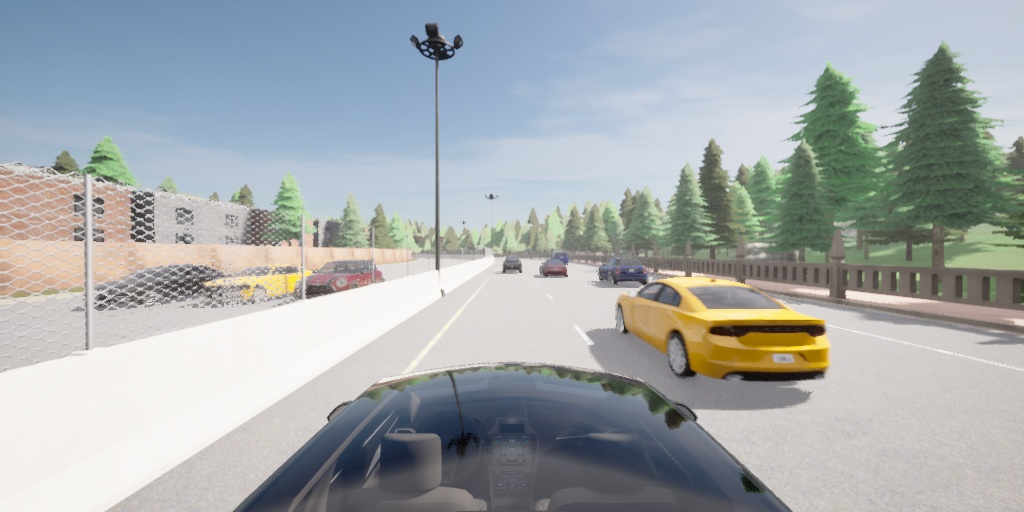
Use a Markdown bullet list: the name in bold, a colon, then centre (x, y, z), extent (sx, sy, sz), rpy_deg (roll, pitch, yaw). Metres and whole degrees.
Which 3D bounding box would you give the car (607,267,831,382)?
- **car**: centre (3.585, 1.169, 7.217), extent (1.882, 1.535, 5.008), rpy_deg (0, 1, 0)

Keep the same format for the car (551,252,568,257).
- **car**: centre (6.997, 0.429, 53.003), extent (2.150, 2.045, 5.566), rpy_deg (0, 0, 0)

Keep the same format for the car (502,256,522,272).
- **car**: centre (0.030, 0.869, 37.143), extent (2.128, 1.511, 4.902), rpy_deg (0, 1, 0)

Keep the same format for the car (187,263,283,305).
- **car**: centre (-10.630, 1.085, 15.387), extent (1.882, 1.535, 5.008), rpy_deg (0, 1, 0)

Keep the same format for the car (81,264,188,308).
- **car**: centre (-14.127, 1.121, 14.589), extent (1.837, 1.490, 4.892), rpy_deg (0, 1, 0)

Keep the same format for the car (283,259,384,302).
- **car**: centre (-7.129, 0.961, 15.213), extent (2.097, 1.767, 4.553), rpy_deg (0, 1, 0)

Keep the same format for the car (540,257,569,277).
- **car**: centre (3.540, 1.006, 31.036), extent (1.994, 1.385, 4.181), rpy_deg (0, 1, 0)

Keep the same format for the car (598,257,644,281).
- **car**: centre (7.055, 0.875, 23.267), extent (2.097, 1.767, 4.553), rpy_deg (0, 1, 0)
